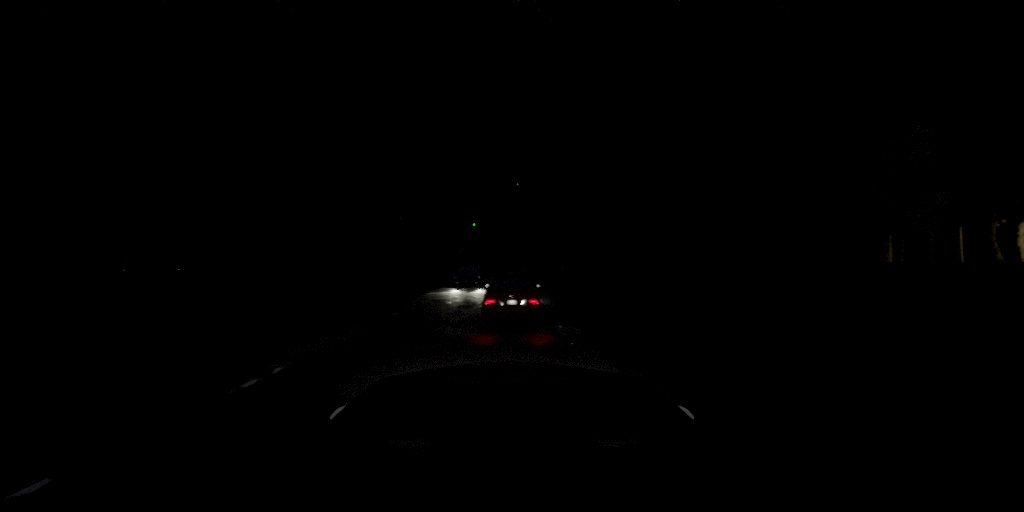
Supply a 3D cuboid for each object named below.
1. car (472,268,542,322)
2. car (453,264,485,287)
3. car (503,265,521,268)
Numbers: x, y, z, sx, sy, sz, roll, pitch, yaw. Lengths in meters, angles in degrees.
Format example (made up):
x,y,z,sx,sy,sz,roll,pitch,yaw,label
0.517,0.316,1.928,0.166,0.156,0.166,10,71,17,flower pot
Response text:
x,y,z,sx,sy,sz,roll,pitch,yaw,label
0.021,1.322,12.347,2.033,1.411,5.357,0,0,0,car
-2.879,1.291,25.064,1.882,1.535,5.008,0,0,0,car
-0.012,1.369,27.413,2.033,1.411,5.357,0,0,0,car
